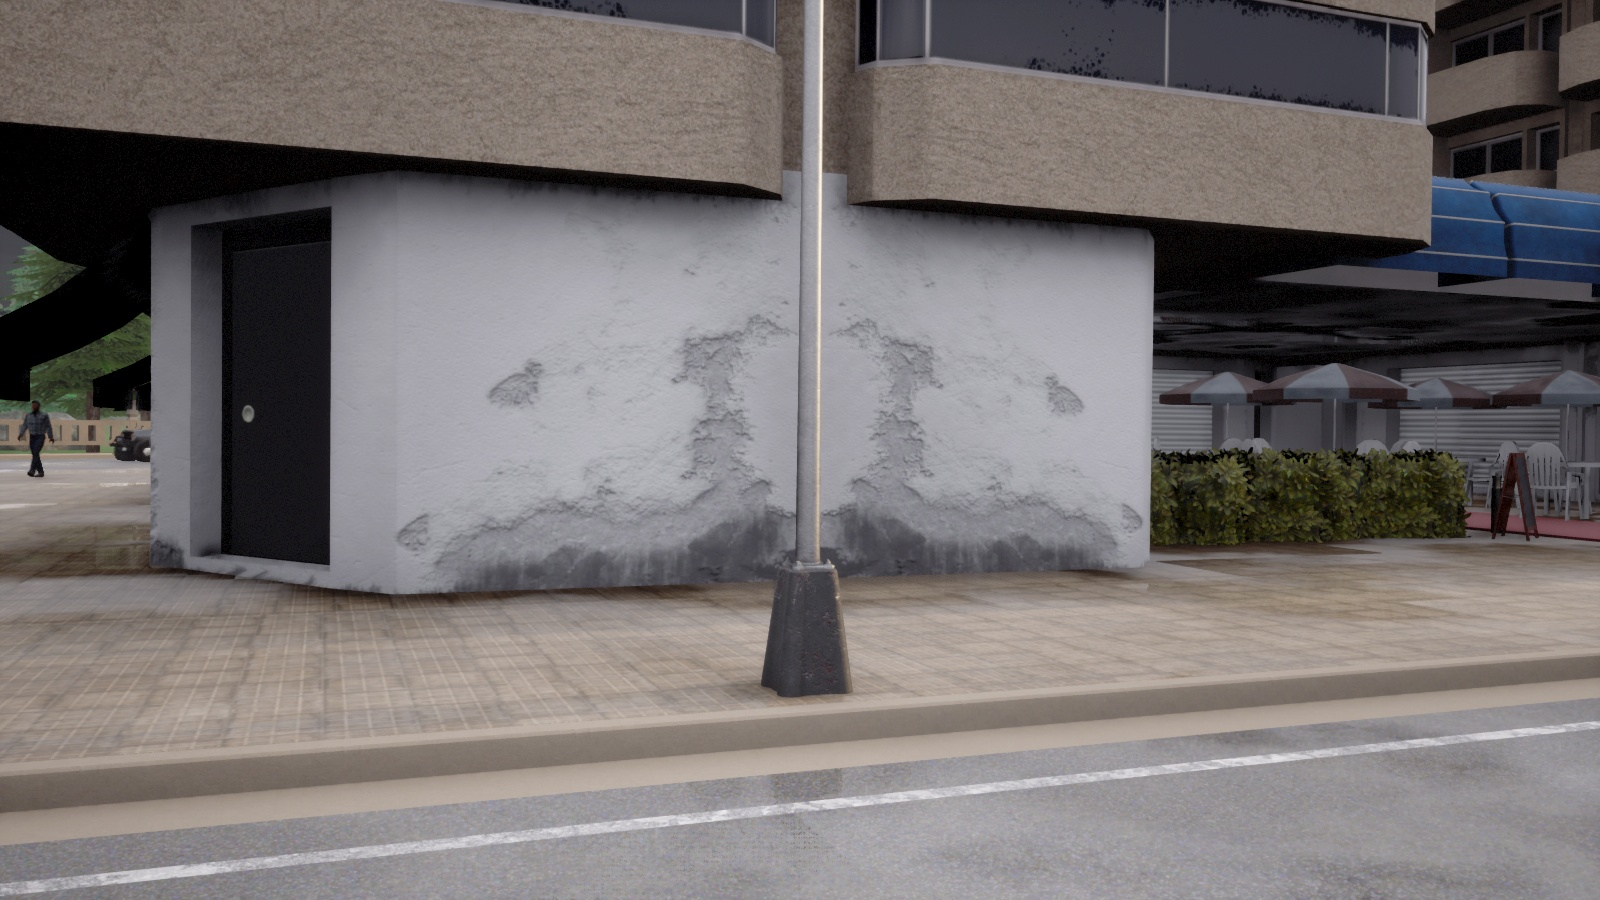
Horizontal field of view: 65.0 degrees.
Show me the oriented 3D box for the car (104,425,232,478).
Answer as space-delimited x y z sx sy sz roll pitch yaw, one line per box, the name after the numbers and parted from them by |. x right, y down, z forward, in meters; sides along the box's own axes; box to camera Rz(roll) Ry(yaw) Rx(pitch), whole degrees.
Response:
-23.828 0.024 47.434 1.905 1.878 3.866 0 1 38 | car

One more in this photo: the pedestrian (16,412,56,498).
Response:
-17.671 0.114 29.048 0.423 1.949 0.788 -1 1 -2 | pedestrian
